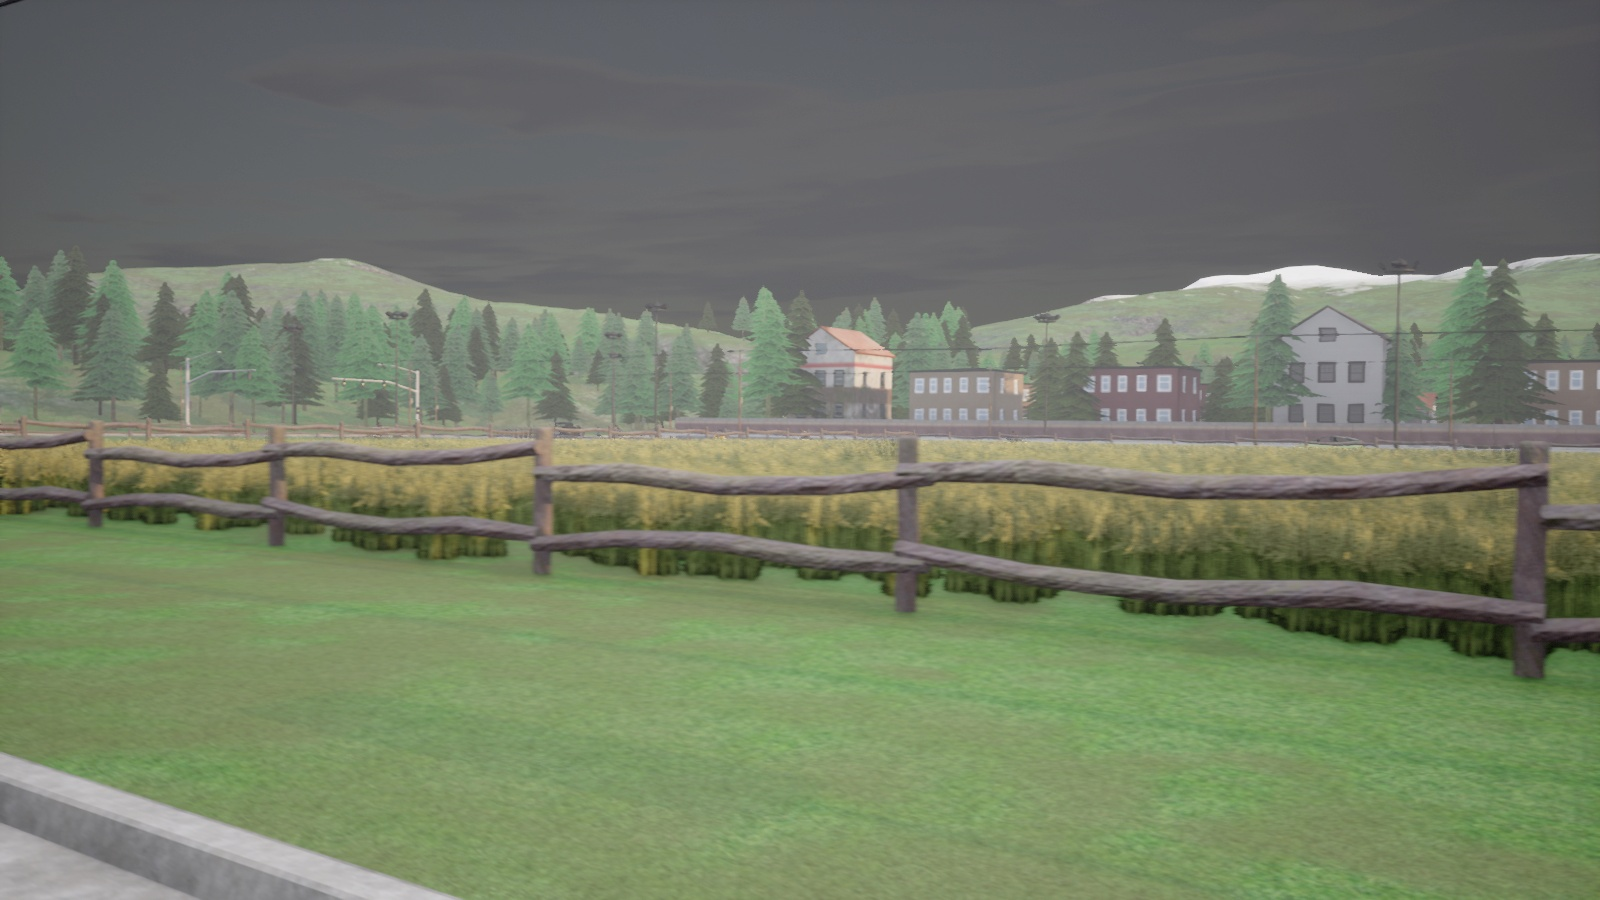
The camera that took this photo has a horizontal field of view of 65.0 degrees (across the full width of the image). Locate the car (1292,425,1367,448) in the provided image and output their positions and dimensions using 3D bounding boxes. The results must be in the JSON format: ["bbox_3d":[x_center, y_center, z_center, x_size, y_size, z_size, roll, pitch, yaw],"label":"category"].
[{"bbox_3d":[36.589,-0.930,86.833,4.514,1.525,2.007,0,1,34],"label":"car"}]
